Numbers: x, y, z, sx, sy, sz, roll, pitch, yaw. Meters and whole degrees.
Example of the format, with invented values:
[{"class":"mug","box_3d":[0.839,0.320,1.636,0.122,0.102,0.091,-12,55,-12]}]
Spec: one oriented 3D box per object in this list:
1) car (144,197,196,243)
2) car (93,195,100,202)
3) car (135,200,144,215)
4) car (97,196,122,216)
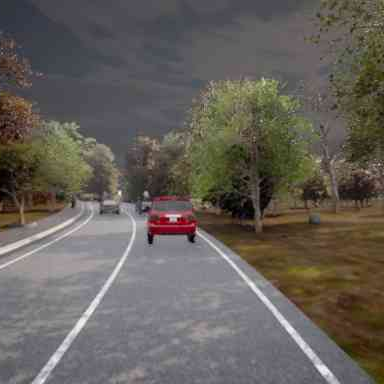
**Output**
[{"class":"car","box_3d":[-1.133,1.244,16.532,2.150,2.045,5.566,1,0,-7]},{"class":"car","box_3d":[-20.389,1.430,71.684,2.033,1.411,5.357,1,-1,-18]},{"class":"car","box_3d":[-4.848,1.538,34.878,2.033,1.411,5.357,1,2,-16]},{"class":"car","box_3d":[-7.960,1.470,32.253,1.812,1.442,4.674,2,0,-16]}]
